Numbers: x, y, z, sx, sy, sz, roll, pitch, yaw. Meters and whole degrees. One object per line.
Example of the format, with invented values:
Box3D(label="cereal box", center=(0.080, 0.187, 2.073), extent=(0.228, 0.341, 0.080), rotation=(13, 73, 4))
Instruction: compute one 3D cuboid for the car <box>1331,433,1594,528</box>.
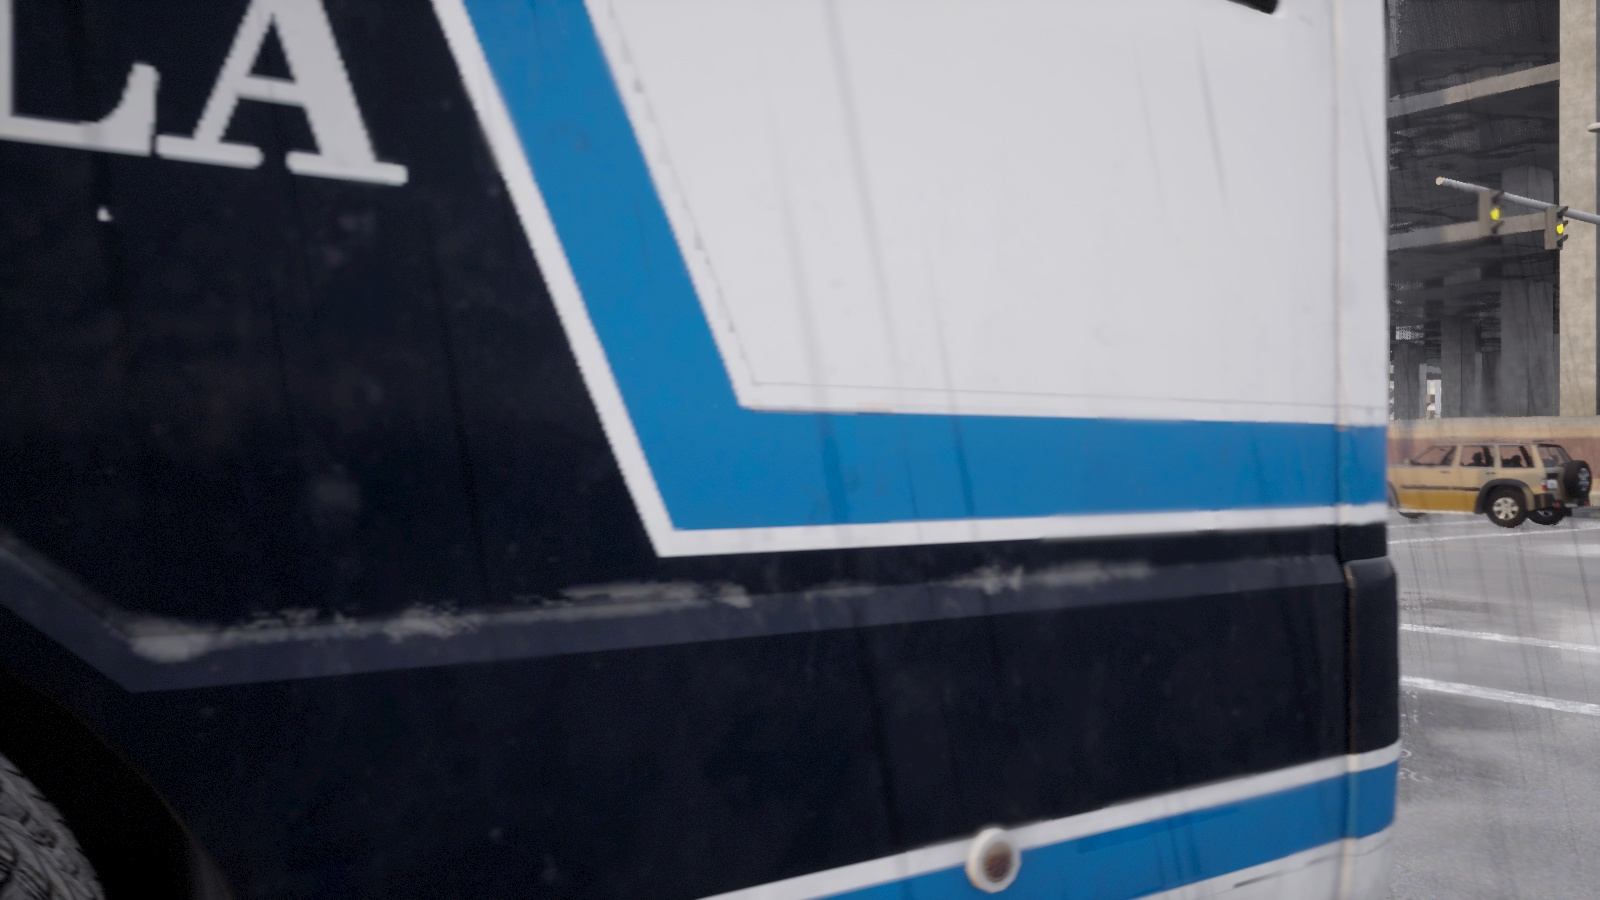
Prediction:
Box3D(label="car", center=(14.029, 0.597, 26.851), extent=(1.932, 1.855, 4.605), rotation=(0, 0, -35))

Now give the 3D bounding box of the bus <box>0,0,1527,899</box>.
Box3D(label="bus", center=(-4.238, -0.621, 0.768), extent=(10.273, 4.253, 3.944), rotation=(0, 0, -34))
